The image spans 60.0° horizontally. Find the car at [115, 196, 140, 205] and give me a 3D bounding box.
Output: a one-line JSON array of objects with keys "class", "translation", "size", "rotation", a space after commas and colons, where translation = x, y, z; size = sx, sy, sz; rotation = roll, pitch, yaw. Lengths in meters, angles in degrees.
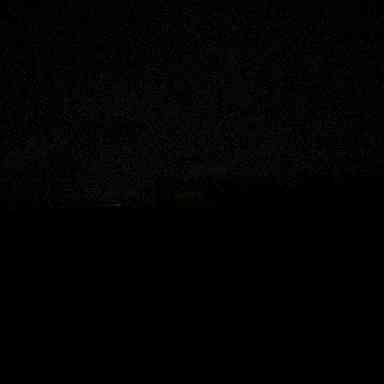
[{"class": "car", "translation": [-11.634, 1.526, 60.207], "size": [1.994, 1.385, 4.181], "rotation": [-1, -1, 36]}]

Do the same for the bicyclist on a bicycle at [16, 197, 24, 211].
[{"class": "bicyclist on a bicycle", "translation": [-19.868, 1.347, 38.335], "size": [1.656, 1.620, 0.582], "rotation": [0, 0, 35]}]

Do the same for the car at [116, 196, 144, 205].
[{"class": "car", "translation": [-10.321, 1.385, 57.194], "size": [1.882, 1.535, 5.008], "rotation": [-1, -1, 36]}]
